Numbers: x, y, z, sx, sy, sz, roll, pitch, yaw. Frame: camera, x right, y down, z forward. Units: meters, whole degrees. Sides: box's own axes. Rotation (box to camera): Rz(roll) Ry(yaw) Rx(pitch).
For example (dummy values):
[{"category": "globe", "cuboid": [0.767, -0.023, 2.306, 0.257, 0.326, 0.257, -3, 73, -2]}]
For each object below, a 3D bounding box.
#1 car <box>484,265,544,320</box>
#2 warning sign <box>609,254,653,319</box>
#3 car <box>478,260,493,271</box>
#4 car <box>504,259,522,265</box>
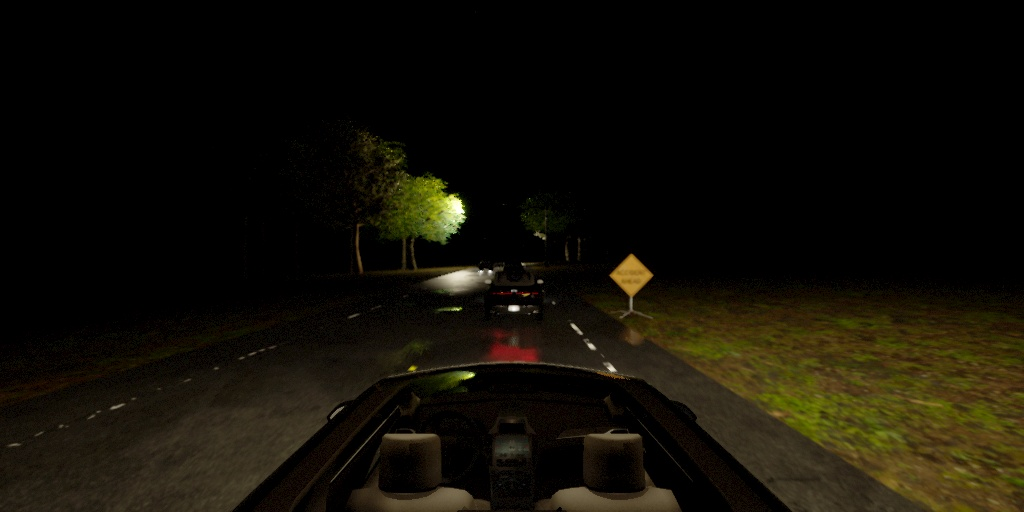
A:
[{"category": "car", "cuboid": [0.071, 1.244, 12.621, 1.837, 1.490, 4.892, 0, 0, 0]}, {"category": "warning sign", "cuboid": [3.552, 0.856, 10.715, 1.300, 1.860, 1.060, 0, 0, 0]}, {"category": "car", "cuboid": [-3.568, 1.284, 49.707, 2.033, 1.411, 5.357, 0, 0, 0]}, {"category": "car", "cuboid": [0.077, 1.229, 28.152, 1.837, 1.490, 4.892, 0, 1, 0]}]
